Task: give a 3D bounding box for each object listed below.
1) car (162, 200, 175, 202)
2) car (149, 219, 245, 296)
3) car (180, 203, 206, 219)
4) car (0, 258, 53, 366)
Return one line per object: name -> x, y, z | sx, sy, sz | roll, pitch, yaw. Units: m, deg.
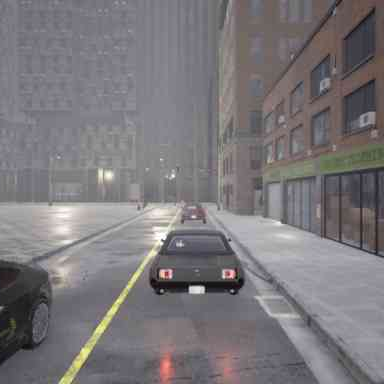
car -> -2.994, 1.255, 44.508 | 1.895, 1.301, 4.718 | 0, 0, 0
car -> 0.100, 1.610, 8.656 | 1.895, 1.301, 4.718 | 0, 0, 0
car -> 0.104, 1.551, 25.312 | 1.812, 1.442, 4.674 | 0, 0, 0
car -> -3.099, 1.529, 3.564 | 1.812, 1.442, 4.674 | 0, 0, 0
